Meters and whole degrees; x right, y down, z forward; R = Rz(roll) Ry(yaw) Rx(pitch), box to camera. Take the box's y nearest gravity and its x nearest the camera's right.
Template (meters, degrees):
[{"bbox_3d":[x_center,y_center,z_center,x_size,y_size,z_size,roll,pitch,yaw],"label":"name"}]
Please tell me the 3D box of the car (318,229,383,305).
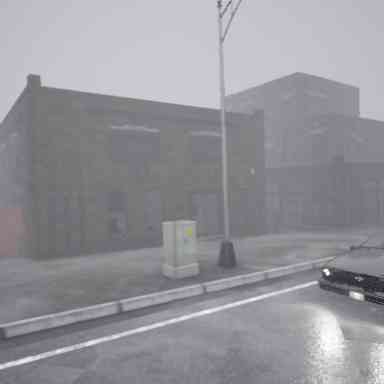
[{"bbox_3d":[5.222,1.525,7.716,5.357,1.411,2.033,0,0,-35],"label":"car"}]
